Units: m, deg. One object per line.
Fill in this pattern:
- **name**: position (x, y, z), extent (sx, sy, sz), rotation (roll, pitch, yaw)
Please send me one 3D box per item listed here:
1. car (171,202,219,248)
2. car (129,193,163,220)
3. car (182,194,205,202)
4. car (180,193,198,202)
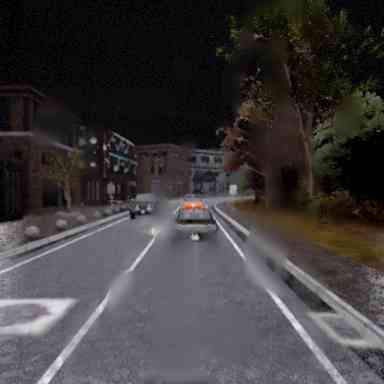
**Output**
- **car**: position (0.109, 1.422, 14.381), extent (2.128, 1.511, 4.902), rotation (0, 0, 0)
- **car**: position (-3.571, 1.072, 26.973), extent (2.150, 2.045, 5.566), rotation (0, 0, 0)
- **car**: position (0.124, 1.177, 31.187), extent (2.097, 1.767, 4.553), rotation (0, 0, 0)
- **car**: position (-0.549, 1.080, 67.611), extent (2.128, 1.511, 4.902), rotation (0, 1, 17)
